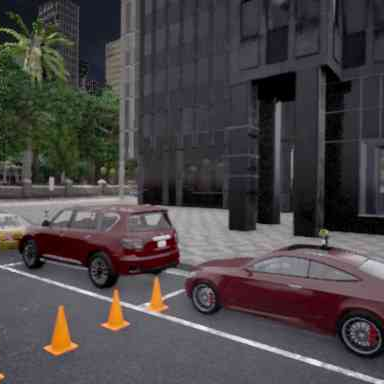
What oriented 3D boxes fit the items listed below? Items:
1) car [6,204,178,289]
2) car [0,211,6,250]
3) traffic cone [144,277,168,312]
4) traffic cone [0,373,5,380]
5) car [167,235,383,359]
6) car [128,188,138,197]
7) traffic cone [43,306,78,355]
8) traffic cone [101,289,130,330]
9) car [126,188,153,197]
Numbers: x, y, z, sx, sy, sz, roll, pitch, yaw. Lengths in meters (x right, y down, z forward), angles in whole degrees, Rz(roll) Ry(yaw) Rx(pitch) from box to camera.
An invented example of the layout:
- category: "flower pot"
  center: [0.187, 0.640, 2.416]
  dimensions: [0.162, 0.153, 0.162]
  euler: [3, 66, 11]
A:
- category: "car"
  center: [-2.627, 1.234, 9.019]
  dimensions: [5.009, 1.841, 2.192]
  euler: [1, 0, 36]
- category: "car"
  center: [-7.211, 1.369, 12.338]
  dimensions: [4.829, 1.417, 1.752]
  euler: [1, 0, 36]
- category: "traffic cone"
  center: [-0.681, 1.914, 6.326]
  dimensions: [0.340, 0.580, 0.340]
  euler: [1, 0, 36]
- category: "traffic cone"
  center: [-2.440, 1.906, 3.896]
  dimensions: [0.340, 0.580, 0.340]
  euler: [1, 0, 36]
- category: "car"
  center: [1.813, 1.575, 5.802]
  dimensions: [4.206, 1.307, 1.802]
  euler: [1, 0, 36]
- category: "car"
  center: [-8.439, 0.200, 58.542]
  dimensions: [2.033, 1.411, 5.357]
  euler: [1, 2, 36]
- category: "traffic cone"
  center: [-1.853, 1.908, 4.706]
  dimensions: [0.340, 0.580, 0.340]
  euler: [1, 0, 36]
- category: "traffic cone"
  center: [-1.267, 1.911, 5.516]
  dimensions: [0.340, 0.580, 0.340]
  euler: [1, 0, 36]
- category: "car"
  center: [-9.733, 0.067, 61.919]
  dimensions: [2.128, 1.511, 4.902]
  euler: [1, 2, 37]
